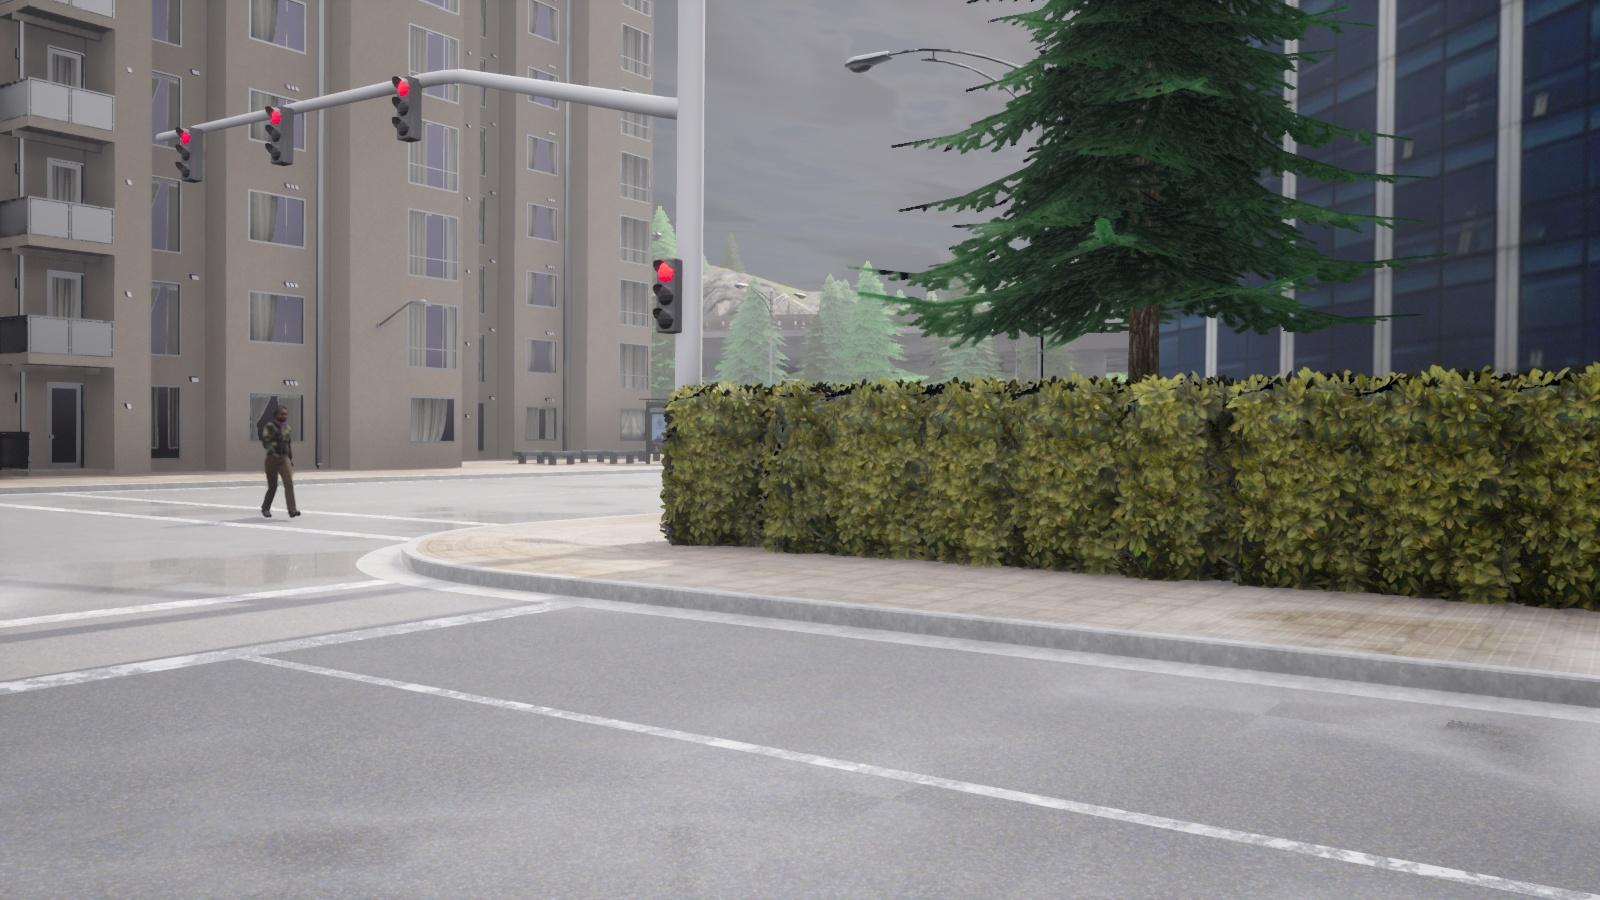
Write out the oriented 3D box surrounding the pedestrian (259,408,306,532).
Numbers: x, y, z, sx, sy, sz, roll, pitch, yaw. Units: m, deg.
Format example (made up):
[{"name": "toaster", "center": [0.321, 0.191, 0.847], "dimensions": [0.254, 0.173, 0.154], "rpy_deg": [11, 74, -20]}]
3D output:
[{"name": "pedestrian", "center": [-8.200, 0.302, 19.902], "dimensions": [0.692, 1.930, 0.395], "rpy_deg": [0, 1, 41]}]
